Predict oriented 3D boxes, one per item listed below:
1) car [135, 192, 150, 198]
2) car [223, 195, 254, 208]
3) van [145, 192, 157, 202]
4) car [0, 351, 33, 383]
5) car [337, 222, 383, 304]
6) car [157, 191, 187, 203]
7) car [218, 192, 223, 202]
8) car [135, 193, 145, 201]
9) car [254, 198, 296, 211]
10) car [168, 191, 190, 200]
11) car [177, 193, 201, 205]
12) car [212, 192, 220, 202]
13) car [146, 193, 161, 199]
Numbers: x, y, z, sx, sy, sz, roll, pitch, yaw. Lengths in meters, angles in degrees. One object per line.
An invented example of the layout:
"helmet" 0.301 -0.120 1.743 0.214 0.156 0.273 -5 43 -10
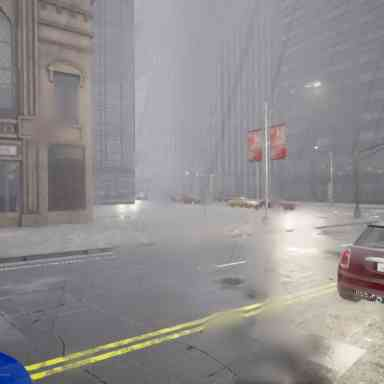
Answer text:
"car" -12.531 0.830 84.402 1.887 1.381 4.507 0 1 -35
"car" 6.603 1.336 42.614 1.752 1.417 4.829 0 1 -35
"van" -6.493 0.952 61.116 1.690 1.788 3.998 0 1 -35
"car" -3.259 1.478 1.148 5.008 1.535 1.882 0 0 -35
"car" 5.125 1.350 7.015 4.553 1.767 2.097 0 0 -35
"car" -3.243 0.978 56.524 2.192 1.841 5.009 0 1 -35
"car" 6.966 1.176 56.858 1.947 1.339 4.313 0 1 -35
"car" -9.743 1.108 65.708 2.008 1.369 4.403 0 1 -35
"car" 9.755 1.399 38.161 1.887 1.381 4.507 0 1 -35
"car" -2.781 0.770 70.628 2.192 1.841 5.009 0 1 -35
"car" 0.006 1.258 51.935 1.887 1.381 4.507 0 1 -35
"car" 3.717 0.875 61.447 2.192 1.841 5.009 0 1 -35
"car" -9.281 0.924 79.812 1.802 1.307 4.206 0 1 -35
